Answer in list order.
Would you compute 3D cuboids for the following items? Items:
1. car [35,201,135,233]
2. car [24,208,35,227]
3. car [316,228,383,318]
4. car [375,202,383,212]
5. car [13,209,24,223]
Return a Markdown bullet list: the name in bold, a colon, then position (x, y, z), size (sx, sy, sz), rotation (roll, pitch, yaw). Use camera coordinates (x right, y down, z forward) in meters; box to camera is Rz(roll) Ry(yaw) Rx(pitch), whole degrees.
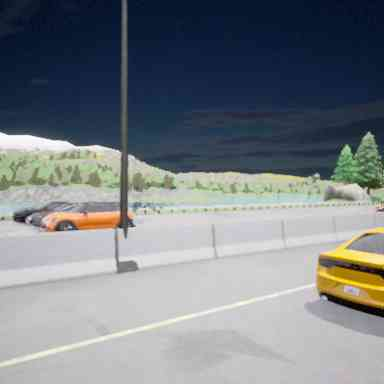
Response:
- **car**: position (-5.350, 1.288, 17.257), size (4.553, 1.767, 2.097), rotation (0, 0, -34)
- **car**: position (-7.207, 1.414, 20.233), size (4.902, 1.511, 2.128), rotation (0, 0, -34)
- **car**: position (4.666, 1.466, 6.878), size (5.008, 1.535, 1.882), rotation (0, 0, -35)
- **car**: position (17.849, 1.304, 28.754), size (4.553, 1.767, 2.097), rotation (0, 0, -34)
- **car**: position (-9.495, 1.387, 22.906), size (5.008, 1.535, 1.882), rotation (0, 0, -34)
